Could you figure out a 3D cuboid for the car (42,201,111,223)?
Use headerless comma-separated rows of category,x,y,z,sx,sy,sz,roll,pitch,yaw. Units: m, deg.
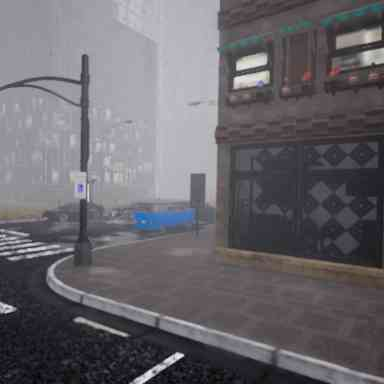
car,-8.264,1.349,23.428,1.947,1.339,4.313,2,1,35

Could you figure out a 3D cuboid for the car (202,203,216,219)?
car,0.283,1.436,25.662,2.033,1.411,5.357,1,1,35

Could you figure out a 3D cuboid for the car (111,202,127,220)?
car,-4.016,1.321,24.947,2.128,1.511,4.902,1,1,35

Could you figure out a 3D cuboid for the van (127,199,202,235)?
van,-1.418,1.299,18.587,1.690,1.788,3.998,2,1,35
